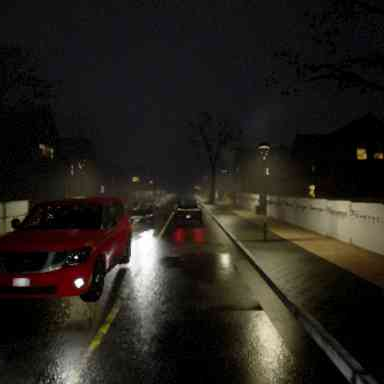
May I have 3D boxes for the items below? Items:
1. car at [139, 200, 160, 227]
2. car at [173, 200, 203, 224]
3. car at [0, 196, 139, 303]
[{"bbox_3d":[-3.075,1.309,20.930,2.128,1.511,4.902,0,1,-1],"label":"car"},{"bbox_3d":[-0.257,1.270,22.591,2.128,1.511,4.902,0,1,-1],"label":"car"},{"bbox_3d":[-2.932,1.161,8.434,2.150,2.045,5.566,0,1,0],"label":"car"}]
